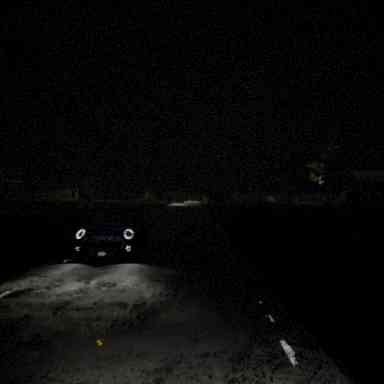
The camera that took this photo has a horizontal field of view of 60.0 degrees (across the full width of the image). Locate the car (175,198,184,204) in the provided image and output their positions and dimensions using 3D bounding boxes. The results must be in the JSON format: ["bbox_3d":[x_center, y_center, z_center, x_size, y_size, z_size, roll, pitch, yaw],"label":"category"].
[{"bbox_3d":[-2.763,1.903,72.386,1.895,1.301,4.718,0,-1,0],"label":"car"}]

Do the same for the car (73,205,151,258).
[{"bbox_3d":[-2.837,1.362,12.702,2.097,1.767,4.553,0,0,0],"label":"car"}]
